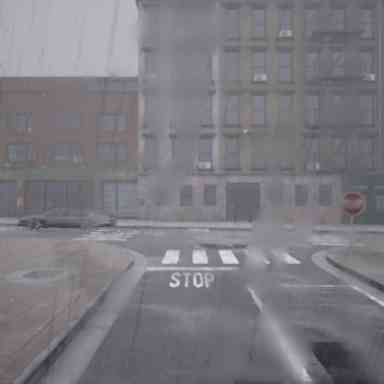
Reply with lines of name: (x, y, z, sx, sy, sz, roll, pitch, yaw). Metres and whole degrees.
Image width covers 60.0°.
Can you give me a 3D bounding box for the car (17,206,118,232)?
car: (-7.115, 1.527, 19.340, 5.357, 1.411, 2.033, 1, -1, 0)
